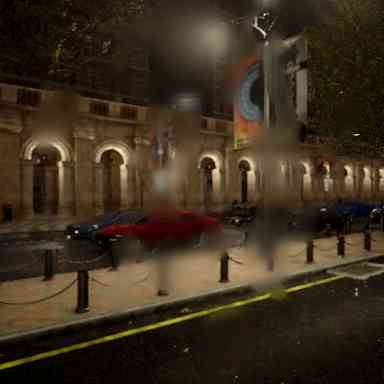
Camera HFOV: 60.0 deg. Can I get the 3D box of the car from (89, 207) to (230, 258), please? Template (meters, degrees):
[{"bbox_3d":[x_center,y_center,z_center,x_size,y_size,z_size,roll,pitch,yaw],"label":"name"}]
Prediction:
[{"bbox_3d":[-1.139,1.478,12.980,5.008,1.535,1.882,0,0,-35],"label":"car"}]

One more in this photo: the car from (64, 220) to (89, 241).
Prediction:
[{"bbox_3d":[-3.130,1.547,15.858,5.357,1.411,2.033,0,0,-35],"label":"car"}]

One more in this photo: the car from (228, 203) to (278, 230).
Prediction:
[{"bbox_3d":[4.679,1.505,21.338,4.892,1.490,1.837,0,0,-35],"label":"car"}]

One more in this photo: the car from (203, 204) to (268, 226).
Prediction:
[{"bbox_3d":[3.235,1.595,24.280,4.718,1.301,1.895,0,0,-36],"label":"car"}]

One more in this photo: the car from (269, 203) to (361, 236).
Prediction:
[{"bbox_3d":[6.892,1.548,18.621,5.357,1.411,2.033,0,0,-35],"label":"car"}]

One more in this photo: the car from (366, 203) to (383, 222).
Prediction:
[{"bbox_3d":[15.227,1.353,24.536,4.553,1.767,2.097,0,0,-35],"label":"car"}]

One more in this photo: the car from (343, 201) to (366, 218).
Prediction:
[{"bbox_3d":[13.170,1.478,27.368,5.008,1.535,1.882,0,0,-35],"label":"car"}]
